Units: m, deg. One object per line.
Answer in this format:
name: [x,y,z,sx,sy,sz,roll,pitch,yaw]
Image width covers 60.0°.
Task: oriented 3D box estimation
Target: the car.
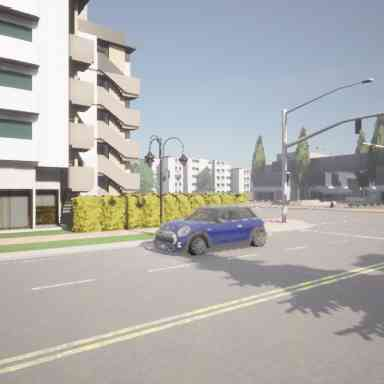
car: [0.794,1.352,13.162,4.553,1.767,2.097,0,0,-36]
